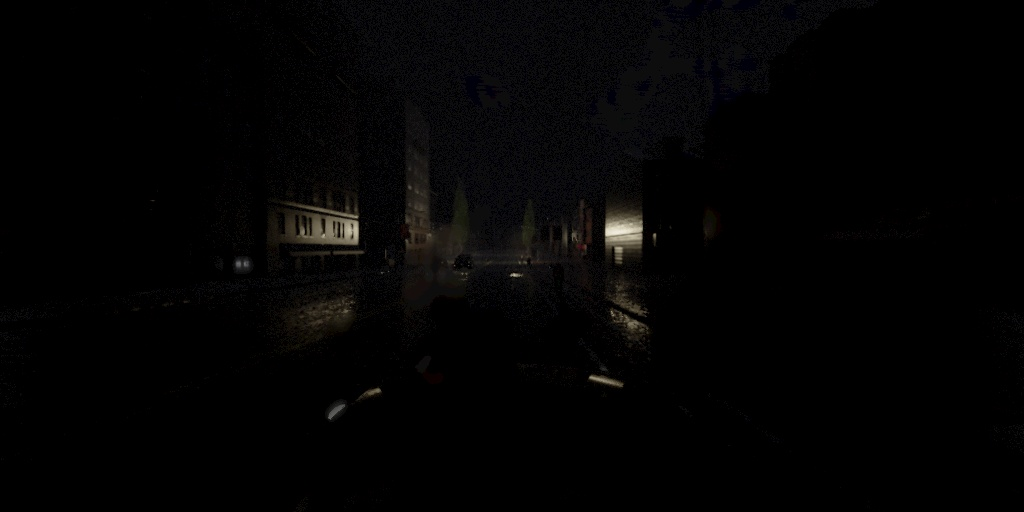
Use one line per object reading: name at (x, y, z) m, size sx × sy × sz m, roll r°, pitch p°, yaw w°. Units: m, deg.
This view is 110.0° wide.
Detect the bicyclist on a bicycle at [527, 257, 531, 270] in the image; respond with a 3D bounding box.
bicyclist on a bicycle at (2.130, 0.937, 44.837) m, size 0.659 × 1.776 × 1.843 m, roll 0°, pitch 1°, yaw -1°

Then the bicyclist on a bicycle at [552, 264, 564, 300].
bicyclist on a bicycle at (2.153, 1.179, 16.618) m, size 0.582 × 1.620 × 1.656 m, roll 0°, pitch 0°, yaw -1°

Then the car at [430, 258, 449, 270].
car at (-9.740, 1.055, 48.679) m, size 1.837 × 1.490 × 4.892 m, roll 0°, pitch 0°, yaw 0°

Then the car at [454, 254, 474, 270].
car at (-6.489, 0.744, 48.807) m, size 2.150 × 2.045 × 5.566 m, roll 0°, pitch 0°, yaw 0°
